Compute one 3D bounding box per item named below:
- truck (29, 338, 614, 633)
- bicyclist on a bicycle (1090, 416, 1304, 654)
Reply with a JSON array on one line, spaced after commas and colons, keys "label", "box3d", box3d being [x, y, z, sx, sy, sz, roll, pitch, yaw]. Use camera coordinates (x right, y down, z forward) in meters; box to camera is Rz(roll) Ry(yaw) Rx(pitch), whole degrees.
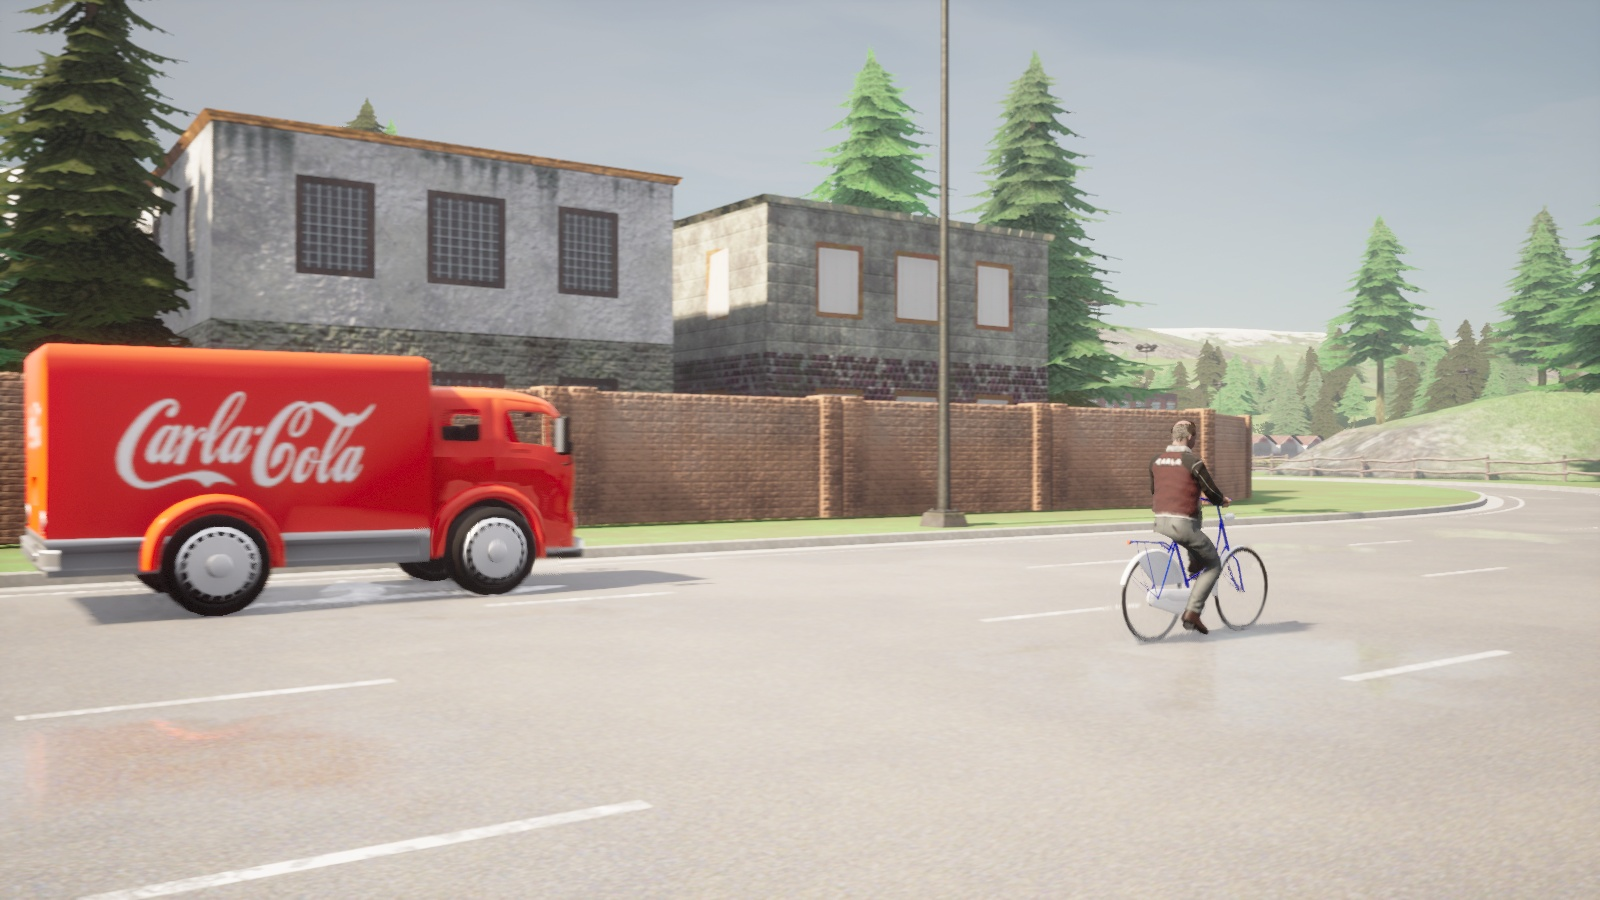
[{"label": "truck", "box3d": [-4.882, 0.300, 13.056, 5.204, 2.467, 2.627, 0, 0, -35]}, {"label": "bicyclist on a bicycle", "box3d": [3.241, 0.633, 10.180, 1.843, 1.776, 0.659, 0, 0, -35]}]
